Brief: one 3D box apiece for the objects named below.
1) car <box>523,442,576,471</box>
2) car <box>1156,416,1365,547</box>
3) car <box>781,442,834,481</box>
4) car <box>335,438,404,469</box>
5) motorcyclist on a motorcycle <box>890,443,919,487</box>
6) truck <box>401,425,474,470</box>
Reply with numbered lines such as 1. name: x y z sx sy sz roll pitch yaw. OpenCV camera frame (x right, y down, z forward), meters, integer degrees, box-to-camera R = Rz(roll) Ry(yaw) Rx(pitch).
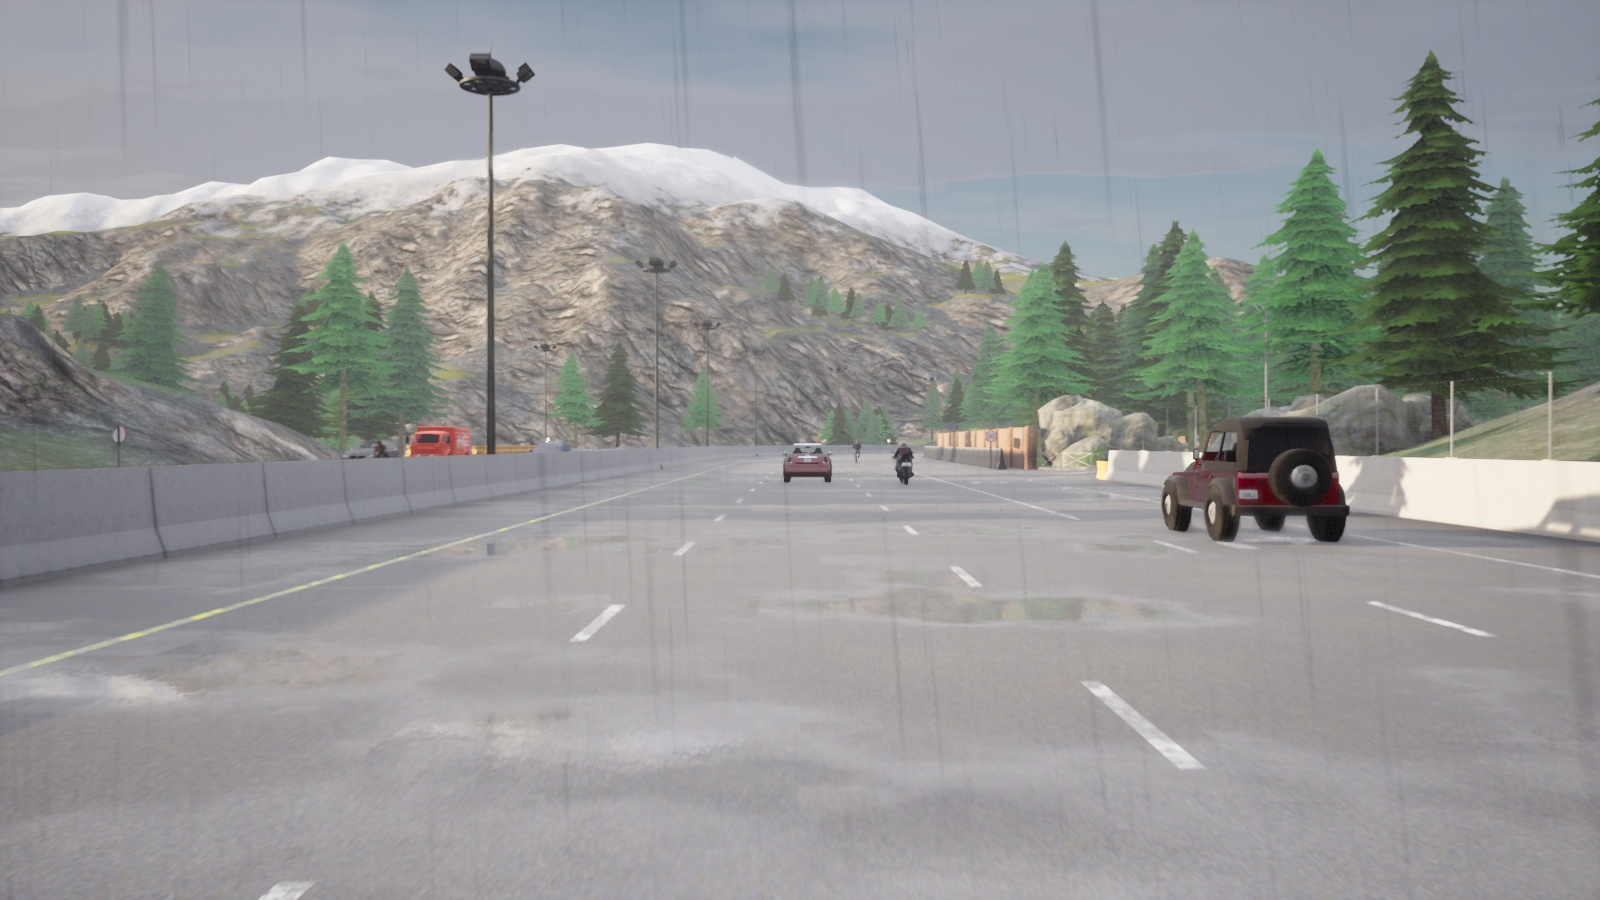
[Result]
1. car: -13.596 0.328 68.365 1.882 1.535 5.008 0 0 0
2. car: 7.129 0.436 19.869 1.905 1.878 3.866 0 0 0
3. car: 0.295 0.435 49.179 1.970 1.475 3.806 0 0 0
4. car: -24.085 0.175 70.428 2.242 1.667 4.611 0 0 0
5. motorcyclist on a motorcycle: 3.774 0.528 45.518 0.866 1.530 2.191 0 0 0
6. truck: -20.578 -0.160 71.500 2.627 2.467 5.204 0 0 0
